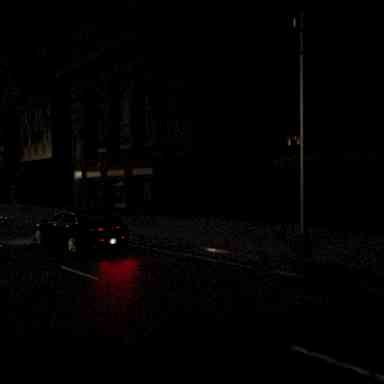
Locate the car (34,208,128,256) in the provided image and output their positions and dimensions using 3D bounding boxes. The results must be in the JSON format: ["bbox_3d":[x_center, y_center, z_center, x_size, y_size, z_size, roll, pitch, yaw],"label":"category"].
[{"bbox_3d":[-4.397,1.391,12.805,4.892,1.490,1.837,0,1,44],"label":"car"}]
